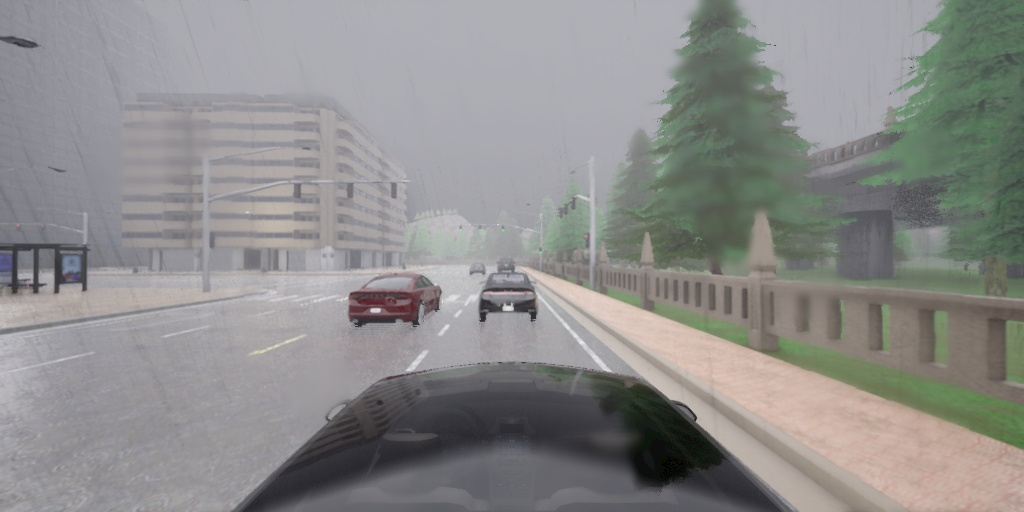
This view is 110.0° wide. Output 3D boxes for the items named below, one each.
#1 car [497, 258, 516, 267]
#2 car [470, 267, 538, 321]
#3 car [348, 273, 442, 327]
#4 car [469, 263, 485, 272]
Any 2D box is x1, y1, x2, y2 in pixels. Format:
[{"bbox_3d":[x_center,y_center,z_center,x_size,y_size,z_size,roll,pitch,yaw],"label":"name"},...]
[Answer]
[{"bbox_3d":[-0.717,1.284,44.768,2.150,2.045,5.566,0,0,-1],"label":"car"},{"bbox_3d":[-0.134,1.322,12.820,2.128,1.511,4.902,0,0,-1],"label":"car"},{"bbox_3d":[-3.612,1.303,11.912,1.882,1.535,5.008,0,0,-1],"label":"car"},{"bbox_3d":[-4.223,1.610,44.606,2.033,1.411,5.357,0,0,-1],"label":"car"}]
